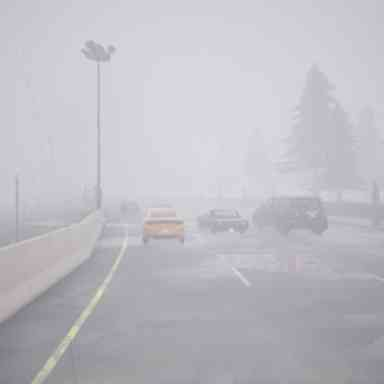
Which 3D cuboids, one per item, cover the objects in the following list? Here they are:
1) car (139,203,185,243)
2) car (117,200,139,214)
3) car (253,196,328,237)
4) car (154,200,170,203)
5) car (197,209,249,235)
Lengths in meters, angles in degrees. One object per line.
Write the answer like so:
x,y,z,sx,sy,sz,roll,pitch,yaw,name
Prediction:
-1.532,1.514,16.531,1.882,1.535,5.008,0,0,-9,car
-6.958,1.585,36.102,2.128,1.511,4.902,0,0,-21,car
5.252,1.233,18.430,2.150,2.045,5.566,0,0,-10,car
-3.312,1.604,36.309,1.812,1.442,4.674,0,0,-20,car
1.579,1.628,19.022,1.895,1.301,4.718,0,0,-11,car
